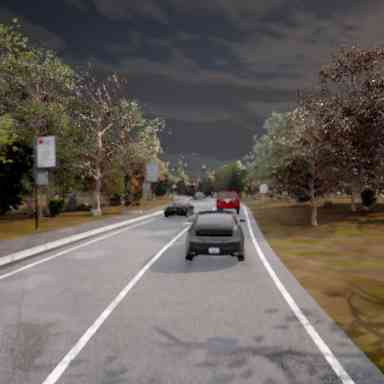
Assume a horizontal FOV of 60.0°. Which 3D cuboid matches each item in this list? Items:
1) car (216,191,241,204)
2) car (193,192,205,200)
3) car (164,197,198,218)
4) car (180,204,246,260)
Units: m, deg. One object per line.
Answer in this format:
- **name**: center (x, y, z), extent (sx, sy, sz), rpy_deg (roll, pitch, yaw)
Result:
- **car**: center (3.501, 0.923, 32.078), extent (2.150, 2.045, 5.566), rpy_deg (0, 1, 8)
- **car**: center (1.478, 0.718, 67.678), extent (2.097, 1.767, 4.553), rpy_deg (1, 0, -5)
- **car**: center (-0.967, 1.382, 26.996), extent (1.895, 1.301, 4.718), rpy_deg (0, 0, 8)
- **car**: center (0.870, 1.405, 11.982), extent (1.837, 1.490, 4.892), rpy_deg (0, 1, 6)
